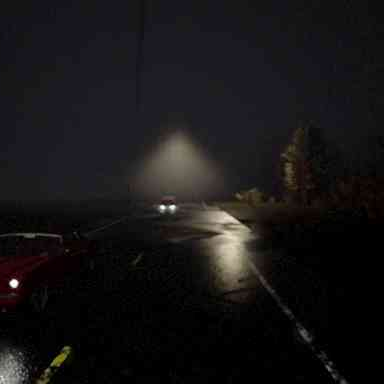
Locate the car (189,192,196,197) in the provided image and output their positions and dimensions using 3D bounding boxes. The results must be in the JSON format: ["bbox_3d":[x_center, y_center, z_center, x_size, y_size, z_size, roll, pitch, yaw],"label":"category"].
[{"bbox_3d":[0.052,0.682,94.348,1.994,1.385,4.181,0,0,0],"label":"car"}]

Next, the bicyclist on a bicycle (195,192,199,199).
[{"bbox_3d":[0.999,0.923,67.248,0.866,1.612,1.509,0,0,0],"label":"bicyclist on a bicycle"}]

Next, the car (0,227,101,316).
[{"bbox_3d":[-3.596,1.542,7.515,1.895,1.301,4.718,0,0,0],"label":"car"}]

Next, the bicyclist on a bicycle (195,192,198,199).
[{"bbox_3d":[1.004,0.789,76.012,0.659,1.776,1.843,0,1,0],"label":"bicyclist on a bicycle"}]

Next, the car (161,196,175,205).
[{"bbox_3d":[-3.549,1.219,49.893,1.895,1.301,4.718,0,0,0],"label":"car"}]
